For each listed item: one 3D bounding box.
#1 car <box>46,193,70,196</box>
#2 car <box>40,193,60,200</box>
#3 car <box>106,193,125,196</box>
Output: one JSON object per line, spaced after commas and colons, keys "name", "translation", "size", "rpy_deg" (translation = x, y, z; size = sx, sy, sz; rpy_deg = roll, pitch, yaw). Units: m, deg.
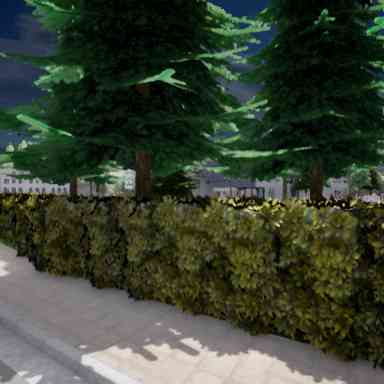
{"name": "car", "translation": [-30.145, 1.275, 74.918], "size": [4.514, 1.523, 2.007], "rpy_deg": [0, 0, -34]}
{"name": "car", "translation": [-36.525, 1.076, 85.640], "size": [4.605, 1.855, 1.932], "rpy_deg": [0, 0, -34]}
{"name": "car", "translation": [-20.362, 1.133, 92.766], "size": [5.027, 1.636, 2.152], "rpy_deg": [0, 0, -34]}
